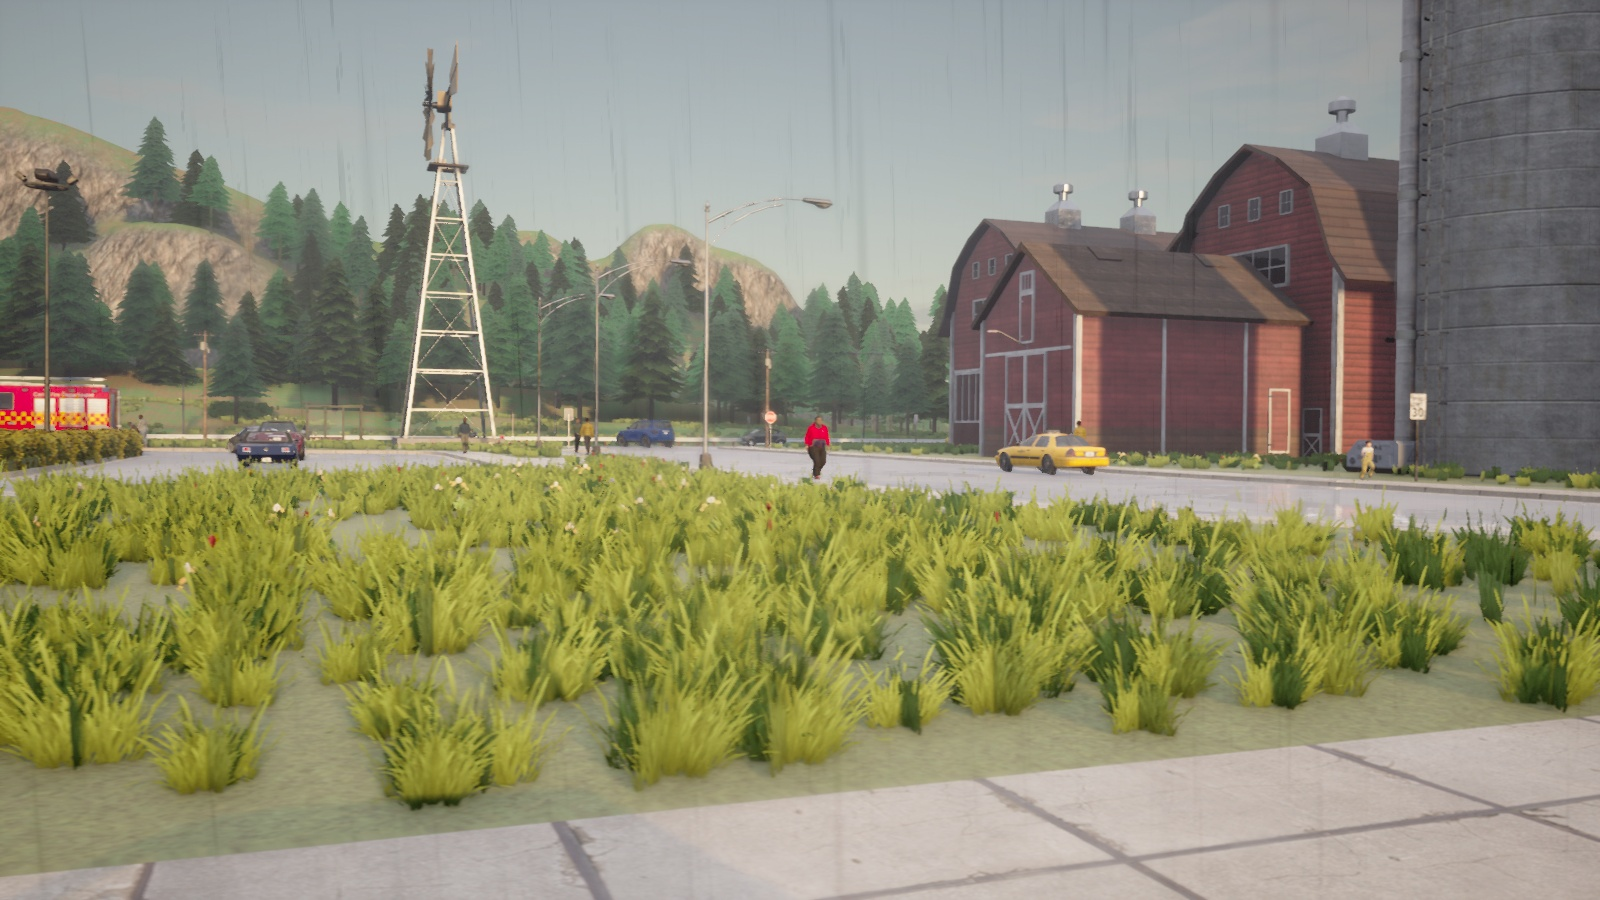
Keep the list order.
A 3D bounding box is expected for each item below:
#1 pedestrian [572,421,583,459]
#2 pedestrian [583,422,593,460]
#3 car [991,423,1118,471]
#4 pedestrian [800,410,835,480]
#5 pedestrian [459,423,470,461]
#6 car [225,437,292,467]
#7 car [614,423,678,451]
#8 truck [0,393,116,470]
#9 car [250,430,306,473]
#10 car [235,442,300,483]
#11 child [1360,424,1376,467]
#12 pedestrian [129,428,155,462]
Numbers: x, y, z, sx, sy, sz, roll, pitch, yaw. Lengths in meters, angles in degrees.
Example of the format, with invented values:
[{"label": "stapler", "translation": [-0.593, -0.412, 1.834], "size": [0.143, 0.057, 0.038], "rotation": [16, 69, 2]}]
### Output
[{"label": "pedestrian", "translation": [-11.645, -0.522, 65.658], "size": [0.423, 1.949, 0.788], "rotation": [-1, 1, -19]}, {"label": "pedestrian", "translation": [-10.347, -0.463, 61.235], "size": [0.431, 1.840, 0.709], "rotation": [-1, 1, -13]}, {"label": "car", "translation": [8.957, -0.147, 44.795], "size": [1.801, 1.575, 5.366], "rotation": [-1, 1, -21]}, {"label": "pedestrian", "translation": [0.473, -0.134, 33.847], "size": [0.634, 1.844, 0.899], "rotation": [-1, 1, -22]}, {"label": "pedestrian", "translation": [-16.301, -0.384, 61.027], "size": [0.370, 1.835, 0.726], "rotation": [-1, 1, -24]}, {"label": "car", "translation": [-27.259, 0.092, 63.148], "size": [1.812, 1.442, 4.674], "rotation": [-1, 1, -40]}, {"label": "car", "translation": [-11.622, -0.953, 94.501], "size": [2.150, 2.045, 5.566], "rotation": [-1, 1, -40]}, {"label": "truck", "translation": [-39.856, -0.949, 63.897], "size": [8.468, 3.827, 2.891], "rotation": [-1, 1, -20]}, {"label": "car", "translation": [-22.610, 0.014, 54.504], "size": [2.097, 1.767, 4.553], "rotation": [-1, 1, -21]}, {"label": "car", "translation": [-18.405, 0.389, 43.549], "size": [1.895, 1.301, 4.718], "rotation": [-1, 1, -21]}, {"label": "child", "translation": [16.905, -0.126, 37.393], "size": [0.270, 1.263, 0.437], "rotation": [-1, 1, -1]}, {"label": "pedestrian", "translation": [-36.638, -0.270, 69.946], "size": [0.900, 1.855, 0.874], "rotation": [-1, 1, 2]}]
